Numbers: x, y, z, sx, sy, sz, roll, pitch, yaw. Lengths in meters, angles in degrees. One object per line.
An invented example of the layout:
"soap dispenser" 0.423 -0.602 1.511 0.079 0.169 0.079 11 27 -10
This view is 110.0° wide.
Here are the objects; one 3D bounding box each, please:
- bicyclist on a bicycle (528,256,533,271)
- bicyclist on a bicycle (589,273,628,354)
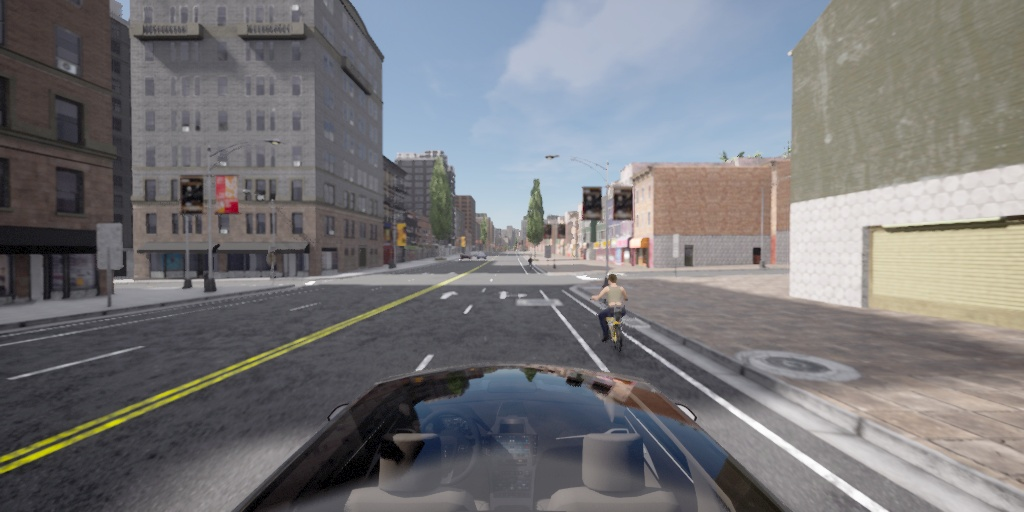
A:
"bicyclist on a bicycle" 2.252 0.929 44.538 0.659 1.776 1.843 0 1 0
"bicyclist on a bicycle" 2.159 1.182 7.794 0.866 1.612 1.509 0 0 0
